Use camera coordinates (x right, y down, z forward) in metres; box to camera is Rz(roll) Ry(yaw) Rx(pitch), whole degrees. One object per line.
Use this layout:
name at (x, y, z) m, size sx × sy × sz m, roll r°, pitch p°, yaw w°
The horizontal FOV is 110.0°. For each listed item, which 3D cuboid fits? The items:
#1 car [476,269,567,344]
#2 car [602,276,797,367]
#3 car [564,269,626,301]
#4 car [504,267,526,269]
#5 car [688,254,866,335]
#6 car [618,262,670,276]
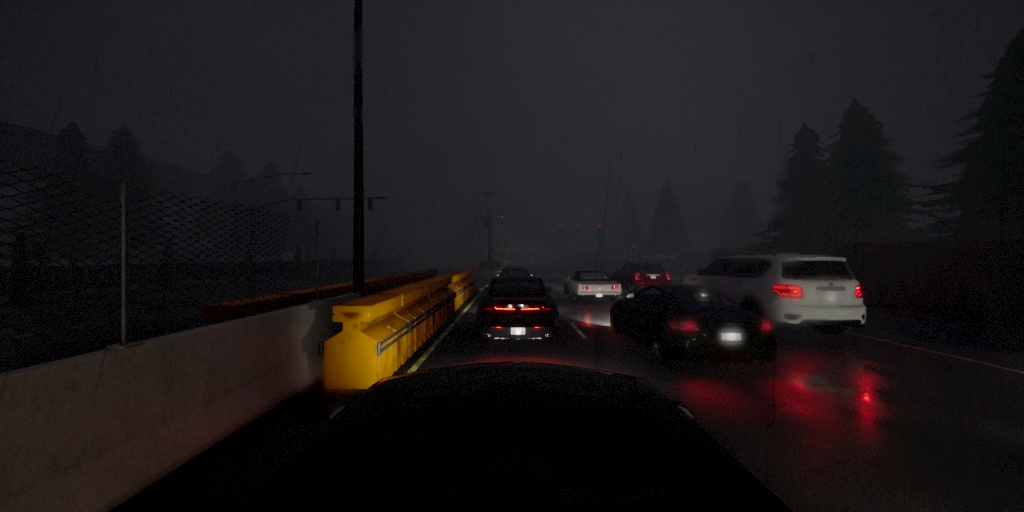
car at (0.122, 1.255, 9.601) m, size 1.837 × 1.490 × 4.892 m, roll 0°, pitch 0°, yaw 0°
car at (3.626, 1.314, 7.971) m, size 1.994 × 1.385 × 4.181 m, roll 0°, pitch 0°, yaw -1°
car at (3.643, 1.351, 17.152) m, size 1.895 × 1.301 × 4.718 m, roll 0°, pitch 0°, yaw 0°
car at (0.147, 1.297, 19.118) m, size 2.033 × 1.411 × 5.357 m, roll 0°, pitch 0°, yaw 0°
car at (7.126, 0.971, 10.669) m, size 2.150 × 2.045 × 5.566 m, roll 0°, pitch 0°, yaw 0°
car at (7.152, 1.102, 20.255) m, size 2.097 × 1.767 × 4.553 m, roll 0°, pitch 0°, yaw 0°
